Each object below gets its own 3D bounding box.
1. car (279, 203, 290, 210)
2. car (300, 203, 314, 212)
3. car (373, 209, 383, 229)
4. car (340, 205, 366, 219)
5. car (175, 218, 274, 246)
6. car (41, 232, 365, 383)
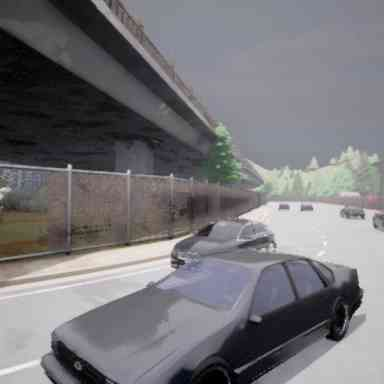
[{"bbox_3d":[16.377,2.553,58.905,1.895,1.301,4.718,0,-1,16],"label":"car"},{"bbox_3d":[18.715,2.498,54.222,1.895,1.301,4.718,0,-1,15],"label":"car"},{"bbox_3d":[14.017,1.910,23.118,2.128,1.511,4.902,0,-1,16],"label":"car"},{"bbox_3d":[17.944,2.194,37.279,2.033,1.411,5.357,0,-1,15],"label":"car"},{"bbox_3d":[1.267,1.674,11.018,1.837,1.490,4.892,1,0,34],"label":"car"},{"bbox_3d":[0.781,1.626,4.979,5.357,1.411,2.033,1,-1,-43],"label":"car"}]
